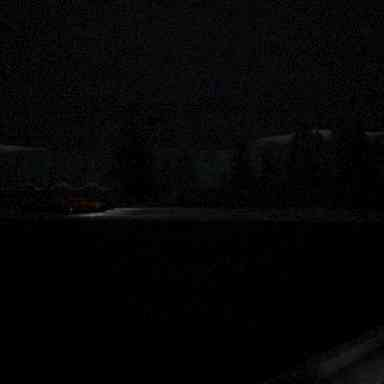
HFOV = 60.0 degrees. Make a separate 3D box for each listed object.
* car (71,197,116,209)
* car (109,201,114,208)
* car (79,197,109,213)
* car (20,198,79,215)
[{"bbox_3d":[-12.337,1.346,41.843,4.902,1.511,2.128,0,0,8],"label":"car"},{"bbox_3d":[-11.767,1.394,38.242,4.674,1.442,1.812,0,0,7],"label":"car"},{"bbox_3d":[-11.689,1.361,34.696,5.008,1.535,1.882,0,0,8],"label":"car"},{"bbox_3d":[-13.696,1.393,31.432,4.902,1.511,2.128,0,0,8],"label":"car"}]
